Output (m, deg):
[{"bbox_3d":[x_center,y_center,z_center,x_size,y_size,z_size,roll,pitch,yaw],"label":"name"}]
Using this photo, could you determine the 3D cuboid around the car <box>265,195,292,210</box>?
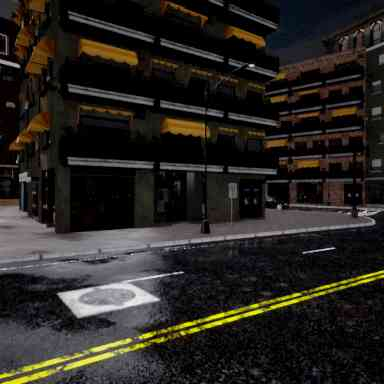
[{"bbox_3d":[8.234,1.162,34.887,4.403,1.369,2.008,1,0,38],"label":"car"}]

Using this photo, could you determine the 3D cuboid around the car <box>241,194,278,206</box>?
[{"bbox_3d":[9.110,1.073,44.868,4.403,1.369,2.008,1,0,38],"label":"car"}]
